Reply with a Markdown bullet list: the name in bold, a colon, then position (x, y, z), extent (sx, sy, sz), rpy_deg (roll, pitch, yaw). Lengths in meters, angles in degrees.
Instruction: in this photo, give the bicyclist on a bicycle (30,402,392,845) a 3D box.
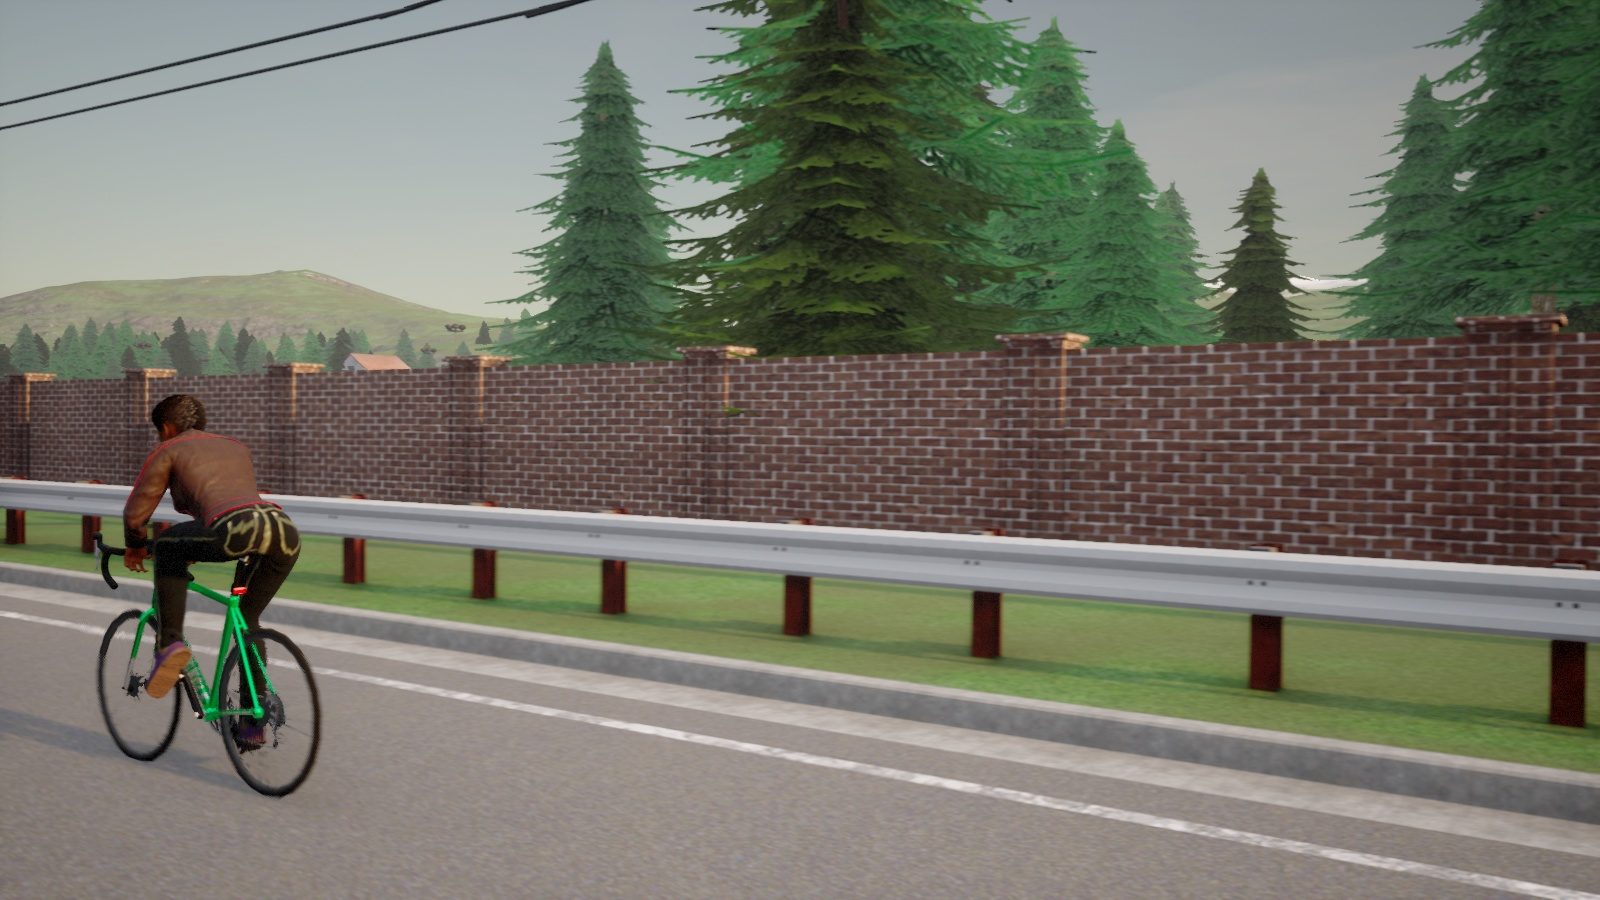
- **bicyclist on a bicycle**: position (-2.512, 0.635, 5.291), extent (1.656, 1.620, 0.582), rpy_deg (0, 1, 34)
